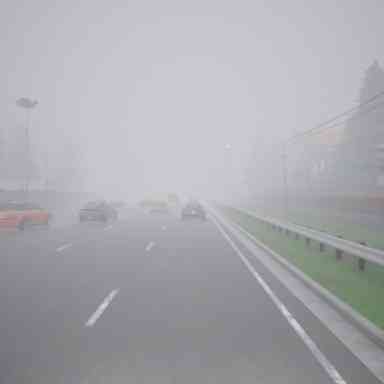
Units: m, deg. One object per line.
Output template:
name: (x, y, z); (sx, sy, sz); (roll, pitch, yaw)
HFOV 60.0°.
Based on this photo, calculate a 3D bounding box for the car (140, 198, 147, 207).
car: (-6.882, 1.604, 51.392); (1.994, 1.385, 4.181); (0, 0, 0)

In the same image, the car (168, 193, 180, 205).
car: (-3.382, 1.269, 60.942); (2.150, 2.045, 5.566); (0, 0, 0)

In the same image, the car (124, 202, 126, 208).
car: (-10.385, 1.637, 46.038); (1.895, 1.301, 4.718); (0, 0, 0)

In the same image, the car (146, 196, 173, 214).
car: (-3.389, 1.505, 35.894); (1.882, 1.535, 5.008); (0, 0, 0)

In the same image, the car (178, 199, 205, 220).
car: (0.110, 1.586, 28.641); (1.994, 1.385, 4.181); (0, 0, 0)

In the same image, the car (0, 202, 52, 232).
car: (-10.392, 1.368, 20.432); (2.097, 1.767, 4.553); (0, 0, 0)

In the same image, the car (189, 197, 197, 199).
car: (0.115, 1.590, 55.473); (2.033, 1.411, 5.357); (0, 0, 0)

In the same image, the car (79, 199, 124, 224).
car: (-6.890, 1.511, 24.861); (2.128, 1.511, 4.902); (0, 0, 0)
